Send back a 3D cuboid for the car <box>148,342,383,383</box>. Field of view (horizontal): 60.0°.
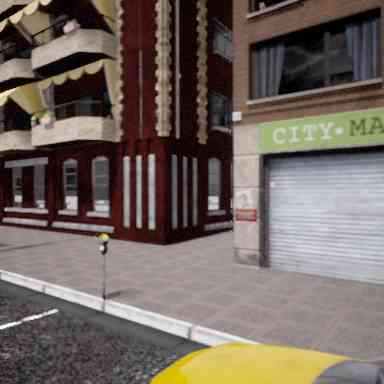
[{"bbox_3d":[1.663,1.526,1.690,4.829,1.417,1.752,0,0,36],"label":"car"}]
